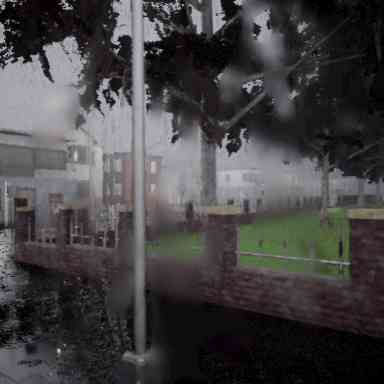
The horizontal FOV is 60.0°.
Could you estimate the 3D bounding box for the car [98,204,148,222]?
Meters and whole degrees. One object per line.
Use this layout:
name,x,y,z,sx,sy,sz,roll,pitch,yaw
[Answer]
car,-5.898,1.718,28.770,2.128,1.511,4.902,-1,0,34
